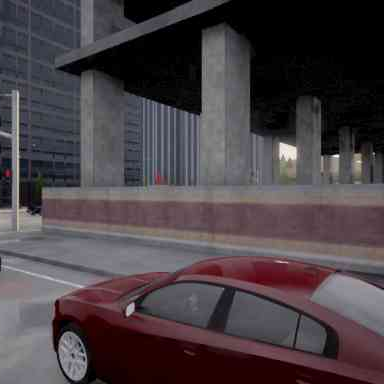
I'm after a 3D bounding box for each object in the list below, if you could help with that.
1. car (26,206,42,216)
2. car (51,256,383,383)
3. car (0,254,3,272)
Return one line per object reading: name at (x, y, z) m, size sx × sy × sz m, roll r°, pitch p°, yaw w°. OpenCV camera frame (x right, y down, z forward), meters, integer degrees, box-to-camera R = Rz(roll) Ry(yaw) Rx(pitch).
car at (-14.083, 1.656, 33.517) m, size 1.895 × 1.301 × 4.718 m, roll 0°, pitch 0°, yaw 36°
car at (0.460, 1.478, 3.662) m, size 5.008 × 1.535 × 1.882 m, roll 0°, pitch 0°, yaw 35°
car at (-6.887, 1.564, 8.850) m, size 4.181 × 1.385 × 1.994 m, roll 0°, pitch 0°, yaw 36°
